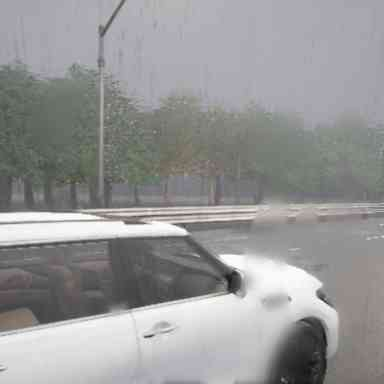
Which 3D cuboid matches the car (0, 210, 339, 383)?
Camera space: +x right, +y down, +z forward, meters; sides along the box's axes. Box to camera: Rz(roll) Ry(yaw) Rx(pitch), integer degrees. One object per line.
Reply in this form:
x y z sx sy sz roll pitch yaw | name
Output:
-0.914 1.211 3.210 5.566 2.045 2.150 0 0 -36 | car
